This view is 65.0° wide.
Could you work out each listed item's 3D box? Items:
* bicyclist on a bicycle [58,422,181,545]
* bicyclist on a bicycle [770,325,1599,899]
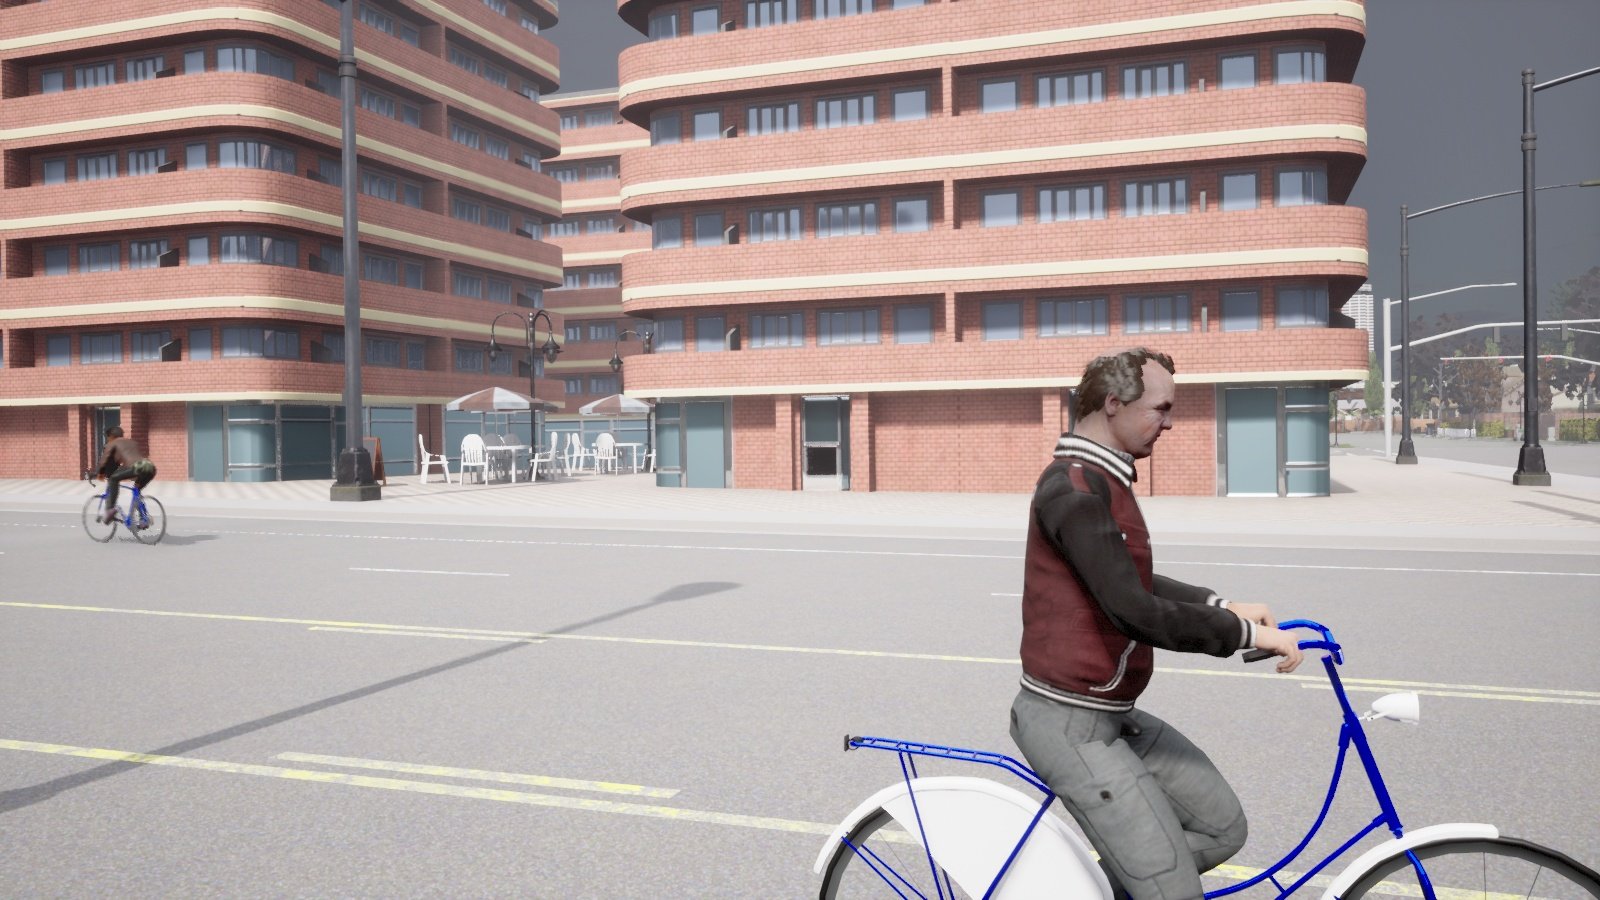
[{"bbox_3d":[-9.327,0.429,17.201,1.656,1.620,0.582,1,1,24],"label":"bicyclist on a bicycle"},{"bbox_3d":[0.914,0.654,2.814,1.843,1.776,0.659,0,1,18],"label":"bicyclist on a bicycle"}]
